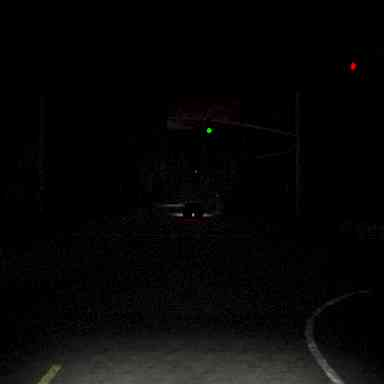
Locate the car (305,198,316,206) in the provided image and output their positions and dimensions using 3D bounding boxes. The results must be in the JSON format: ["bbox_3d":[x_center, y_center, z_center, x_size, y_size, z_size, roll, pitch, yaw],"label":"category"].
[{"bbox_3d":[22.312,1.876,63.837,1.970,1.475,3.806,0,0,0],"label":"car"}]

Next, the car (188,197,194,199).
[{"bbox_3d":[-0.195,2.005,89.044,1.994,1.385,4.181,0,0,0],"label":"car"}]

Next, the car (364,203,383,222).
[{"bbox_3d":[18.605,1.826,30.429,4.611,1.667,2.242,0,0,0],"label":"car"}]

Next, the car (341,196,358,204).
[{"bbox_3d":[34.693,1.852,71.666,2.007,1.523,4.514,0,0,0],"label":"car"}]

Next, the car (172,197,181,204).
[{"bbox_3d":[-3.672,1.939,78.657,2.033,1.411,5.357,0,0,0],"label":"car"}]

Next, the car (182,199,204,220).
[{"bbox_3d":[0.083,1.761,31.627,1.837,1.490,4.892,1,0,-1],"label":"car"}]

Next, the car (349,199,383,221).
[{"bbox_3d":[14.295,1.630,24.747,3.866,1.878,1.905,0,0,0],"label":"car"}]

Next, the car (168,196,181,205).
[{"bbox_3d":[-3.658,1.699,68.335,2.097,1.767,4.553,0,0,0],"label":"car"}]
